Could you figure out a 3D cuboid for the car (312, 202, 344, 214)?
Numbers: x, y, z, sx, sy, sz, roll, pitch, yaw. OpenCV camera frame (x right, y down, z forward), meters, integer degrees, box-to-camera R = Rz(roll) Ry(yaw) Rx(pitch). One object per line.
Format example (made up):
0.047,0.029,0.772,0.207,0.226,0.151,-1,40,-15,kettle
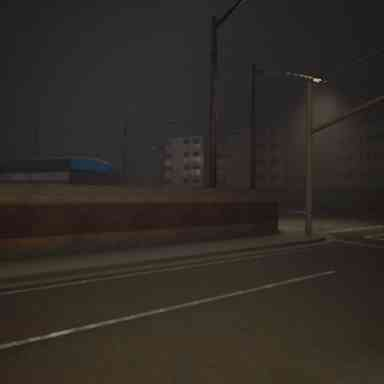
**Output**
16.283,1.951,40.595,1.994,1.385,4.181,1,0,-36,car
